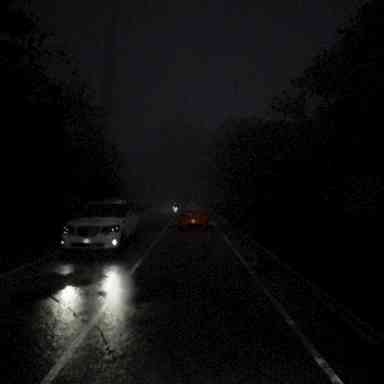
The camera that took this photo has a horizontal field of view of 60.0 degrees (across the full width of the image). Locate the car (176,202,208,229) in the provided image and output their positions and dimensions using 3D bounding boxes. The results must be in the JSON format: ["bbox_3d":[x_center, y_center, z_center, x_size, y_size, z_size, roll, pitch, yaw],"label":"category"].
[{"bbox_3d":[0.079,1.671,23.063,1.882,1.535,5.008,0,-1,0],"label":"car"}]

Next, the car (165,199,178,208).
[{"bbox_3d":[-3.554,1.974,58.215,1.882,1.535,5.008,0,0,0],"label":"car"}]

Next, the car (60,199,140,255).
[{"bbox_3d":[-3.614,1.348,14.180,2.150,2.045,5.566,0,-1,0],"label":"car"}]
